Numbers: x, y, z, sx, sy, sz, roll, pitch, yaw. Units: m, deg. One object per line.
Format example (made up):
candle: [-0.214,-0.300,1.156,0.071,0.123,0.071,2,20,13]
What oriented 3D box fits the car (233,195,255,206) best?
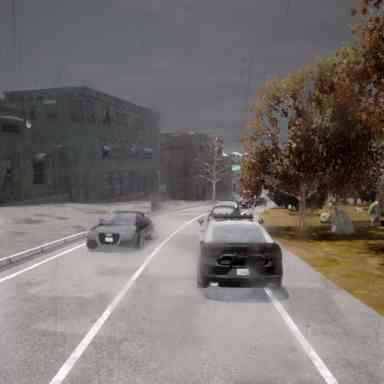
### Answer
car: [6.743,1.488,44.537,1.895,1.301,4.718,2,0,20]

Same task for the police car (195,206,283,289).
police car: [1.128,1.406,9.294,1.930,1.638,5.238,0,0,2]

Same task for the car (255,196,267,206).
car: [11.242,1.452,55.796,1.837,1.490,4.892,3,1,26]

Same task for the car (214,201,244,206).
car: [1.839,1.478,18.997,1.812,1.442,4.674,1,0,6]

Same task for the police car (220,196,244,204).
police car: [2.670,1.356,24.940,1.930,1.638,5.238,1,0,9]

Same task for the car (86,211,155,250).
car: [-2.820,1.507,13.909,1.994,1.385,4.181,0,0,5]
